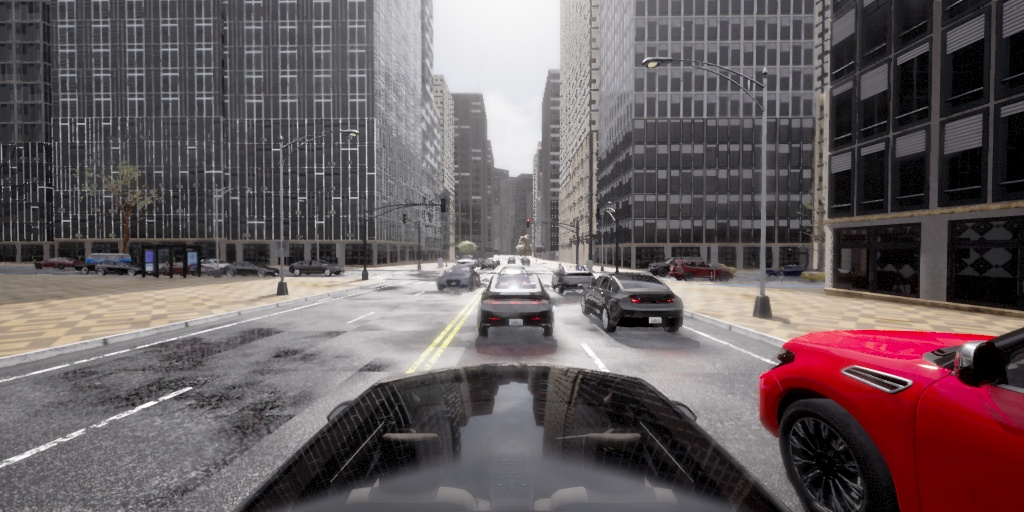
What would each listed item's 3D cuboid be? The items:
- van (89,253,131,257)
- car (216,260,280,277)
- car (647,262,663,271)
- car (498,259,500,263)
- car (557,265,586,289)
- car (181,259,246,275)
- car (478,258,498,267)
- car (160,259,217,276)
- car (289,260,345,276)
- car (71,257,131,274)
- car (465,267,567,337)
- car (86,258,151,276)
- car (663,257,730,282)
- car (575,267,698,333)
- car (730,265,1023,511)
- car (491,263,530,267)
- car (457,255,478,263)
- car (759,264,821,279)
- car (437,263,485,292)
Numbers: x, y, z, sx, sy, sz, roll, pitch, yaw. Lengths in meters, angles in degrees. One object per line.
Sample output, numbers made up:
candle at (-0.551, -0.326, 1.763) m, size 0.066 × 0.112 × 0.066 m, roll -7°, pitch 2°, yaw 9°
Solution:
van at (-45.326, 0.604, 40.317) m, size 3.998 × 1.789 × 1.690 m, roll 0°, pitch 0°, yaw 1°
car at (-22.761, 1.173, 31.372) m, size 4.313 × 1.339 × 1.948 m, roll 0°, pitch 0°, yaw 1°
car at (16.810, 1.088, 36.634) m, size 5.566 × 2.045 × 2.150 m, roll 1°, pitch 1°, yaw 1°
car at (-3.390, 1.267, 61.641) m, size 1.994 × 1.385 × 4.181 m, roll 0°, pitch 0°, yaw 0°
car at (3.332, 1.232, 20.024) m, size 2.128 × 1.511 × 4.902 m, roll 0°, pitch 0°, yaw 0°
car at (-28.394, 1.038, 34.188) m, size 4.674 × 1.442 × 1.812 m, roll 1°, pitch 1°, yaw 1°
car at (-3.389, 1.192, 52.055) m, size 1.882 × 1.535 × 5.008 m, roll 0°, pitch 0°, yaw 0°
car at (-28.445, 1.138, 31.499) m, size 4.207 × 1.307 × 1.802 m, roll 0°, pitch 0°, yaw 1°
car at (-18.439, 1.108, 33.978) m, size 4.892 × 1.490 × 1.837 m, roll 1°, pitch 1°, yaw 2°
car at (-38.616, 1.020, 34.393) m, size 4.718 × 1.301 × 1.895 m, roll 1°, pitch 1°, yaw 1°
car at (0.091, 1.238, 10.281) m, size 2.128 × 1.511 × 4.902 m, roll 0°, pitch 0°, yaw 0°
car at (-34.126, 1.069, 31.667) m, size 4.313 × 1.339 × 1.948 m, roll 0°, pitch 0°, yaw 1°
car at (16.164, 1.269, 30.882) m, size 5.009 × 1.841 × 2.192 m, roll 0°, pitch 0°, yaw 1°
car at (3.340, 1.251, 10.776) m, size 1.837 × 1.490 × 4.892 m, roll 0°, pitch 0°, yaw 0°
car at (3.348, 0.972, 0.912) m, size 2.150 × 2.045 × 5.566 m, roll 0°, pitch 0°, yaw 0°
car at (0.082, 1.288, 20.017) m, size 2.033 × 1.411 × 5.357 m, roll 0°, pitch 0°, yaw 0°
car at (-6.639, 0.935, 52.503) m, size 2.150 × 2.045 × 5.566 m, roll 0°, pitch 0°, yaw 0°
car at (28.204, 1.567, 36.465) m, size 4.718 × 1.301 × 1.895 m, roll 1°, pitch 1°, yaw 1°
car at (-3.059, 1.302, 21.291) m, size 1.994 × 1.385 × 4.181 m, roll 0°, pitch 0°, yaw 3°
